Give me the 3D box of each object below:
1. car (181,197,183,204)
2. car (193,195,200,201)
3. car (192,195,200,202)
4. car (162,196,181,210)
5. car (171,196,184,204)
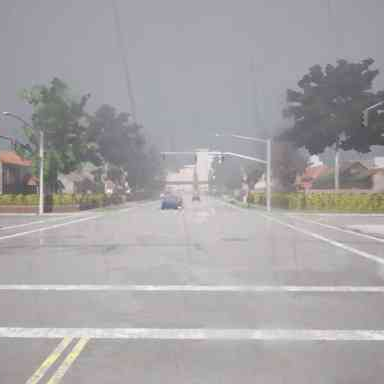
[{"bbox_3d":[-2.775,1.352,52.587,2.097,1.767,4.553,0,0,0],"label":"car"},{"bbox_3d":[1.082,1.514,89.442,1.812,1.442,4.674,0,0,0],"label":"car"},{"bbox_3d":[1.008,1.500,79.044,1.837,1.490,4.892,0,0,0],"label":"car"},{"bbox_3d":[-2.847,1.478,43.235,1.882,1.535,5.008,0,0,0],"label":"car"},{"bbox_3d":[-2.667,1.547,62.921,2.033,1.411,5.357,0,0,1],"label":"car"}]
